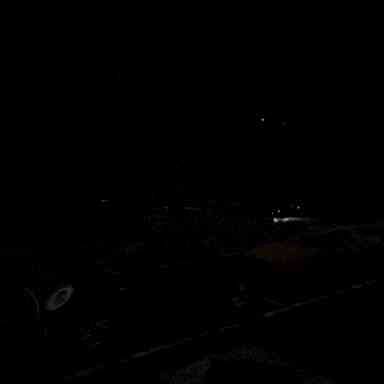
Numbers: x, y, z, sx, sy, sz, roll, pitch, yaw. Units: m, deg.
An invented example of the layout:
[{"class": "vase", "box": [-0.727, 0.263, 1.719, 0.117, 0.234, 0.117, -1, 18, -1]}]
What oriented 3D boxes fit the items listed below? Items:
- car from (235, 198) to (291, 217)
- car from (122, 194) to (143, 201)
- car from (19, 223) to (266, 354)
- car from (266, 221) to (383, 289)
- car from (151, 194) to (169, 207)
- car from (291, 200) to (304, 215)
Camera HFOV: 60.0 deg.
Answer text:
[{"class": "car", "box": [5.339, 1.214, 26.488, 1.994, 1.385, 4.181, 0, 1, -36]}, {"class": "car", "box": [-9.449, 0.644, 52.537, 1.994, 1.385, 4.181, 0, 1, -35]}, {"class": "car", "box": [-0.852, 1.438, 6.042, 4.097, 1.590, 1.967, 0, 0, -35]}, {"class": "car", "box": [3.452, 1.521, 9.112, 4.829, 1.417, 1.752, 0, 0, -36]}, {"class": "car", "box": [-2.995, 0.936, 38.133, 1.994, 1.385, 4.181, 0, 1, -36]}, {"class": "car", "box": [7.563, 1.198, 28.850, 1.994, 1.385, 4.181, 0, 1, -35]}]
